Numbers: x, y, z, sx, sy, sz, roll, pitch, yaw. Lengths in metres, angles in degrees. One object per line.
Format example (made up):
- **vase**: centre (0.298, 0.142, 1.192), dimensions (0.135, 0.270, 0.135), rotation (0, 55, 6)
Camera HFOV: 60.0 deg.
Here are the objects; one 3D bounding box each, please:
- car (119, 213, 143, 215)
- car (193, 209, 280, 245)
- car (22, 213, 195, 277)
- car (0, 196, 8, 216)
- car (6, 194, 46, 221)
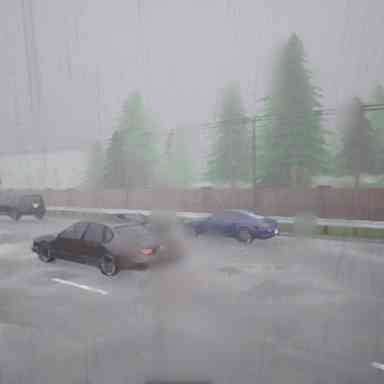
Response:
- **car**: centre (-3.337, 1.586, 14.946), dimensions (4.718, 1.301, 1.895), rotation (0, 0, 36)
- **car**: centre (1.738, 1.515, 15.599), dimensions (4.674, 1.442, 1.812), rotation (0, 0, 36)
- **car**: centre (-2.766, 1.537, 10.220), dimensions (5.357, 1.411, 2.033), rotation (0, 0, 36)
- **car**: centre (-7.832, 1.205, 9.558), dimensions (5.566, 2.045, 2.150), rotation (0, 0, 36)
- **car**: centre (-14.088, 1.184, 26.919), dimensions (5.566, 2.045, 2.150), rotation (0, 0, 36)
